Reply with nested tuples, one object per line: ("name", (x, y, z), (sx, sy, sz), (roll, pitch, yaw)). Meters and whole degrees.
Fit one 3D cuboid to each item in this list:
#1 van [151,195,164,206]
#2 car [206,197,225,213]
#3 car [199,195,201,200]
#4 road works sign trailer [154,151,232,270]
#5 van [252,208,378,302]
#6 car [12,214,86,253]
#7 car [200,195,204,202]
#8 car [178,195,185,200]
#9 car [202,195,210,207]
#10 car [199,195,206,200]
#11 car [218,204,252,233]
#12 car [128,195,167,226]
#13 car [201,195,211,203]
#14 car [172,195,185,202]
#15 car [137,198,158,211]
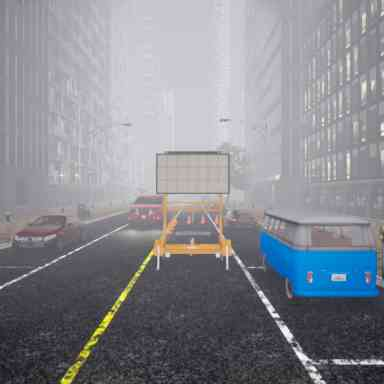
("van", (-5.548, 1.328, 53.541), (1.690, 1.788, 3.998), (0, 0, 0))
("car", (2.786, 1.581, 36.438), (1.802, 1.307, 4.206), (0, 0, 0))
("car", (2.863, 1.410, 64.900), (1.967, 1.590, 4.097), (0, 0, 0))
("road works sign trailer", (0.027, 0.464, 11.002), (2.380, 3.560, 2.880), (0, 0, 0))
("van", (2.709, 1.341, 7.976), (1.690, 1.788, 3.998), (0, 0, 0))
("car", (-5.656, 1.582, 13.693), (1.802, 1.307, 4.206), (0, 0, 0))
("car", (2.832, 1.538, 53.515), (2.008, 1.369, 4.403), (0, 0, 0))
("car", (-2.766, 1.454, 88.561), (1.812, 1.442, 4.674), (0, 0, 0))
("car", (2.817, 1.544, 47.822), (2.008, 1.369, 4.403), (0, 0, 0))
("car", (2.939, 1.463, 93.362), (1.887, 1.381, 4.507), (0, 0, 0))
("car", (2.740, 1.581, 19.360), (1.802, 1.307, 4.206), (0, 0, 0))
("car", (-3.037, 1.221, 23.695), (2.150, 2.045, 5.566), (0, 0, 0))
("car", (2.878, 1.401, 70.592), (1.967, 1.590, 4.097), (0, 0, 0))
("car", (-2.865, 1.571, 64.728), (1.895, 1.301, 4.718), (0, 0, 1))
("car", (-5.580, 1.548, 42.156), (2.008, 1.369, 4.403), (0, 0, 0))
